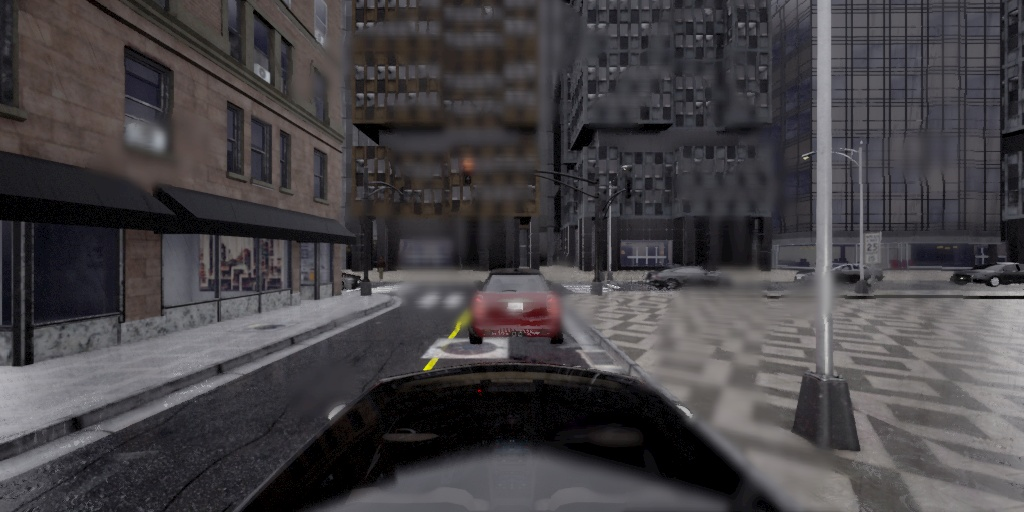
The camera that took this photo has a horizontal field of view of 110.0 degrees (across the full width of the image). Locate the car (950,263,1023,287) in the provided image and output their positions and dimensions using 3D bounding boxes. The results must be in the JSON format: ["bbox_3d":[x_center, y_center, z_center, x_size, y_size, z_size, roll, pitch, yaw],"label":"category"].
[{"bbox_3d":[31.807,1.209,23.409,4.892,1.490,1.837,0,0,1],"label":"car"}]

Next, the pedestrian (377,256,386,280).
[{"bbox_3d":[-9.838,0.903,26.913,0.375,1.860,0.375,0,0,1],"label":"pedestrian"}]

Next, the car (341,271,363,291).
[{"bbox_3d":[-10.828,1.326,20.686,4.181,1.385,1.994,0,0,1],"label":"car"}]

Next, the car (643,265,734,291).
[{"bbox_3d":[10.059,1.258,20.458,4.674,1.442,1.812,0,0,1],"label":"car"}]

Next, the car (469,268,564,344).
[{"bbox_3d":[0.069,1.102,9.731,2.097,1.767,4.553,0,0,-1],"label":"car"}]

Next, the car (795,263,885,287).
[{"bbox_3d":[21.388,1.209,23.532,4.902,1.511,2.128,0,0,1],"label":"car"}]
